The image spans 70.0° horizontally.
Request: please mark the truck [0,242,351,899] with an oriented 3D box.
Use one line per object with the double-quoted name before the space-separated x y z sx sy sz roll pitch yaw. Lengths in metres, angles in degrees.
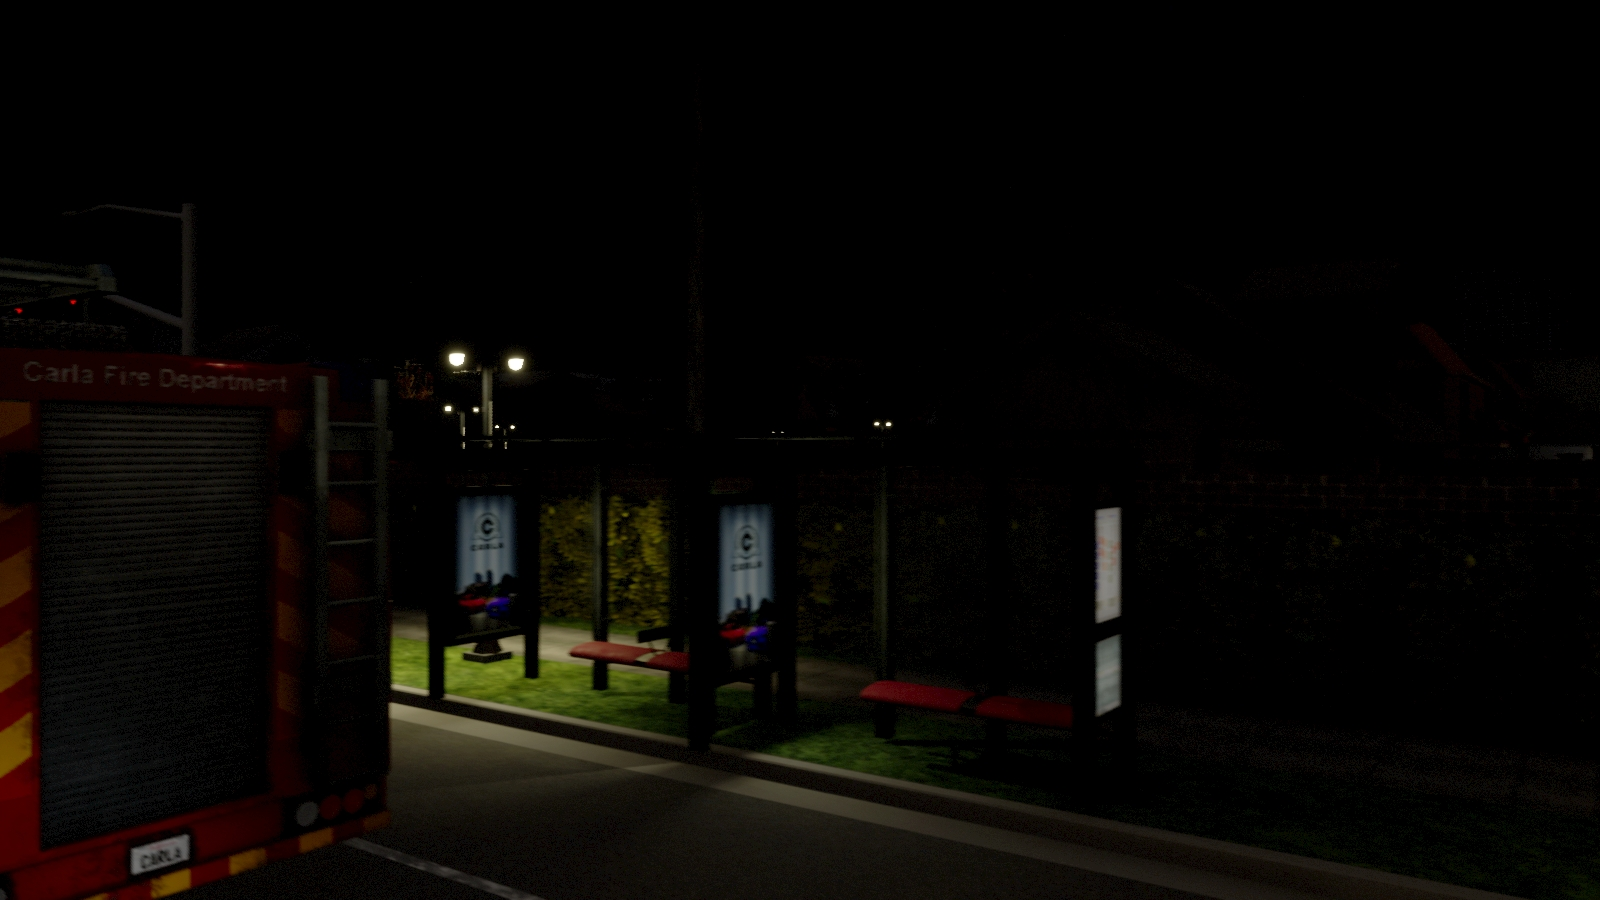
"truck" -7.124 0.890 8.441 8.468 3.827 2.891 0 0 35
